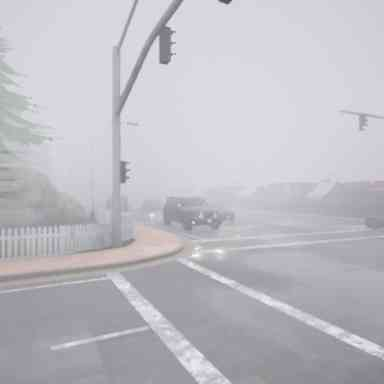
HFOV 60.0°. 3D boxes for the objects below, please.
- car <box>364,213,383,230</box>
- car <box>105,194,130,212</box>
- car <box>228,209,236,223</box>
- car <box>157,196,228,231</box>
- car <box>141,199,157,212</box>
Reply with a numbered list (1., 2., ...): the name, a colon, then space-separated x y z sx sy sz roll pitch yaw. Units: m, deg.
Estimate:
1. car: 12.496 1.620 19.676 1.994 1.385 4.181 0 -1 -25
2. car: -9.388 1.314 41.414 2.150 2.045 5.566 0 0 -25
3. car: 1.561 1.553 26.280 1.882 1.535 5.008 0 0 -25
4. car: -0.157 1.291 21.695 2.150 2.045 5.566 0 0 -25
5. car: -4.620 1.593 39.483 1.837 1.490 4.892 0 0 -25
